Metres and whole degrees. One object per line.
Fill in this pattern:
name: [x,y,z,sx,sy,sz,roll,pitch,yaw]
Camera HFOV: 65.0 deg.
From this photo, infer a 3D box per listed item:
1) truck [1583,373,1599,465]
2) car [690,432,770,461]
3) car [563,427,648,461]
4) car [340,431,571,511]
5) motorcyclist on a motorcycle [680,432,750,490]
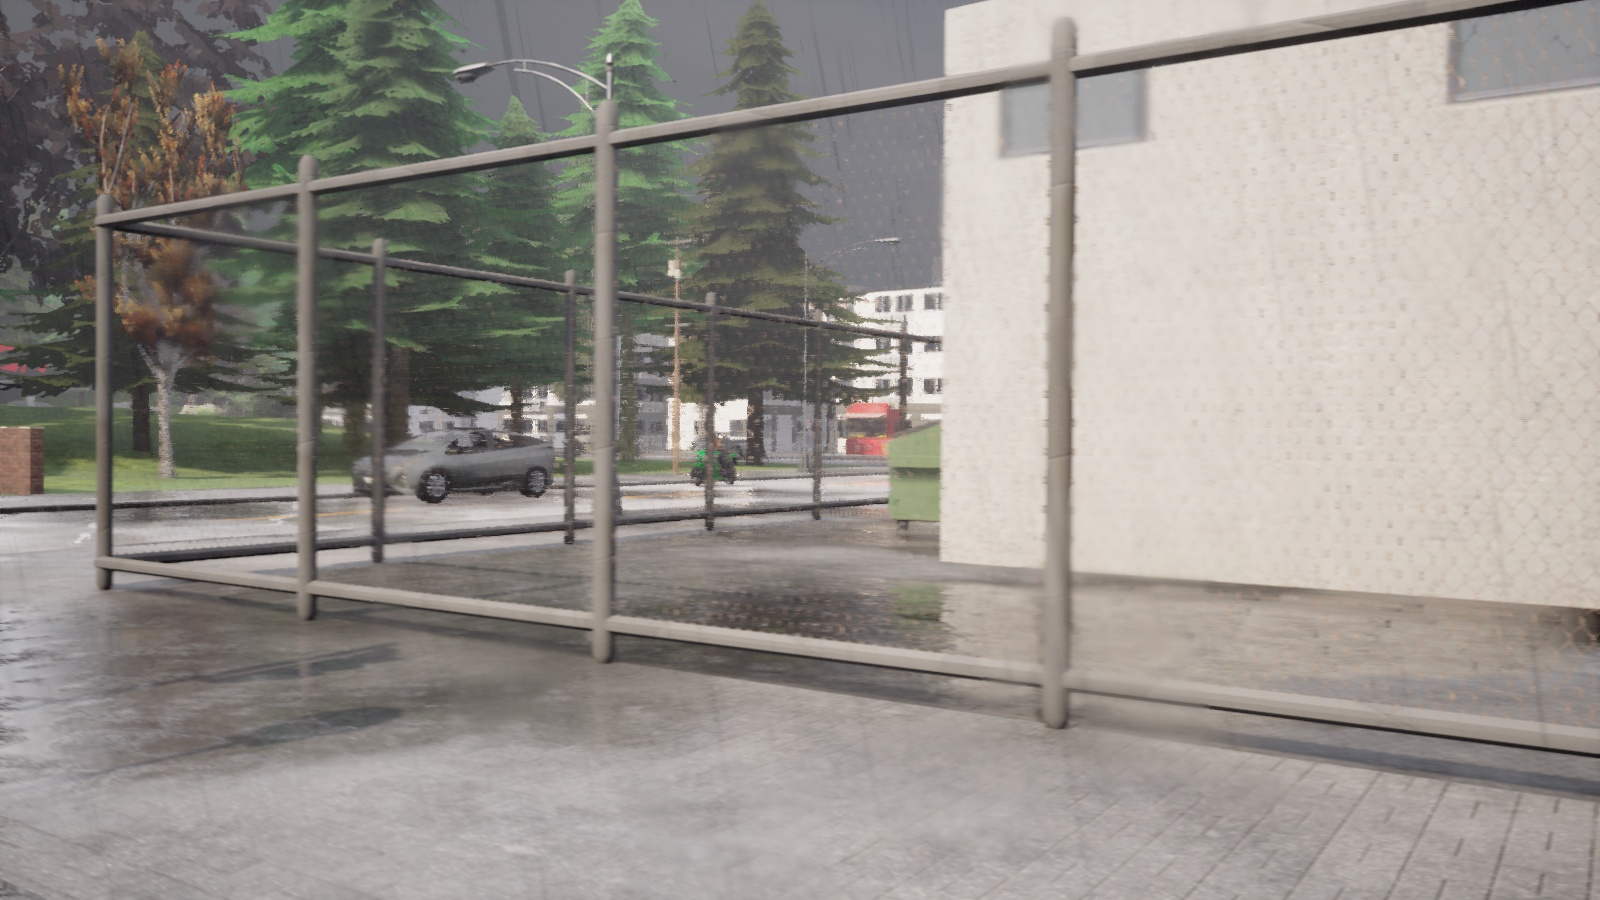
truck: [33.535,-1.185,46.216,7.936,3.462,2.891,0,1,33]
car: [-3.687,-0.173,66.103,3.806,1.475,1.970,0,1,34]
car: [-10.984,-0.320,70.914,4.605,1.855,1.932,0,1,33]
car: [-7.159,0.380,26.576,2.007,1.525,4.514,0,1,33]
motorcyclist on a motorcycle: [-2.267,0.271,33.936,0.797,1.523,2.044,0,1,34]
